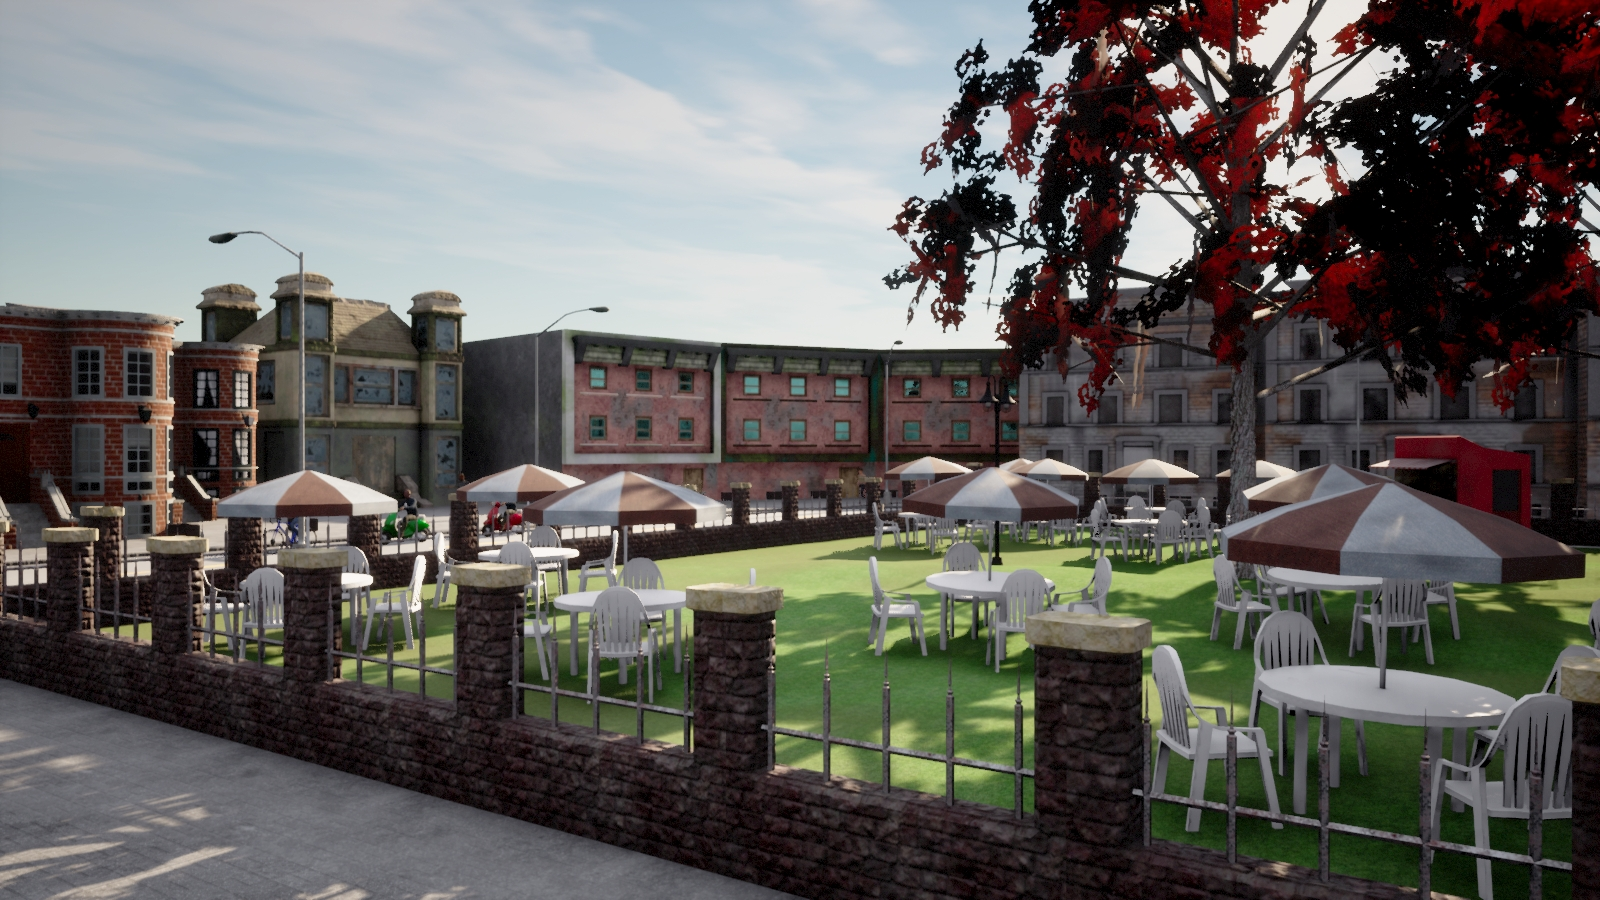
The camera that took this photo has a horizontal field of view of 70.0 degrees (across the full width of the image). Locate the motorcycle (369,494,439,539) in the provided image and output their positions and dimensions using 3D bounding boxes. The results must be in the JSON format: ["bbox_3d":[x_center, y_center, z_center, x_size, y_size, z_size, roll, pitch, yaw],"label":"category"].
[{"bbox_3d":[-11.759,1.950,33.969,0.856,1.236,1.805,0,0,35],"label":"motorcycle"}]

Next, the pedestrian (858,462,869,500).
[{"bbox_3d":[3.075,1.514,55.568,0.375,1.860,0.375,0,0,-37],"label":"pedestrian"}]

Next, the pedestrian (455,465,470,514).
[{"bbox_3d":[-12.913,1.516,43.742,0.375,1.860,0.375,0,0,33],"label":"pedestrian"}]
